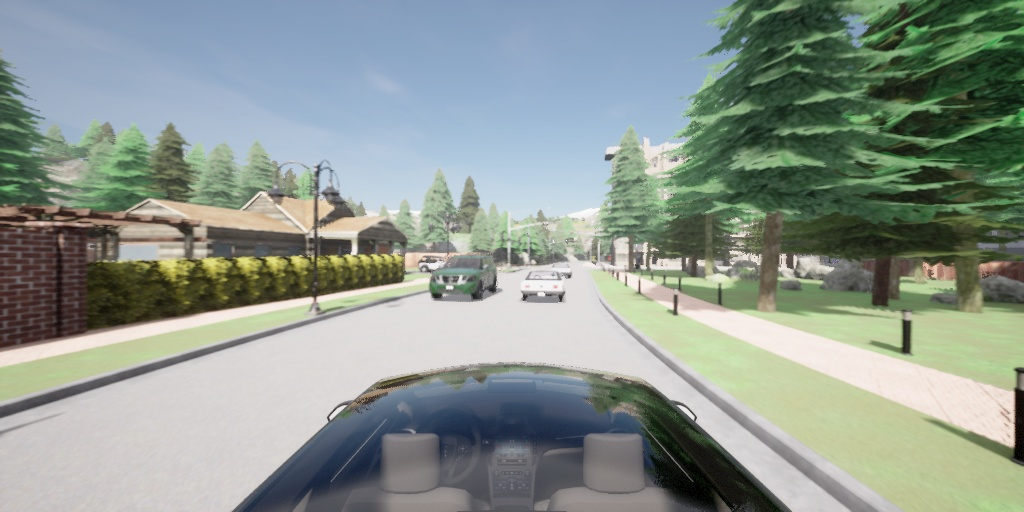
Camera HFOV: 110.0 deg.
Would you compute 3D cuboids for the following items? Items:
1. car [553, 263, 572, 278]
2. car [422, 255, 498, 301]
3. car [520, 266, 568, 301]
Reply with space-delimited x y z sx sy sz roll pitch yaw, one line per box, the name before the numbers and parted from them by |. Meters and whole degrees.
car | 4.724 1.360 34.156 1.895 1.301 4.718 0 0 11
car | -2.146 0.952 17.564 2.150 2.045 5.566 0 0 9
car | 1.615 1.352 17.457 1.895 1.301 4.718 0 0 9
